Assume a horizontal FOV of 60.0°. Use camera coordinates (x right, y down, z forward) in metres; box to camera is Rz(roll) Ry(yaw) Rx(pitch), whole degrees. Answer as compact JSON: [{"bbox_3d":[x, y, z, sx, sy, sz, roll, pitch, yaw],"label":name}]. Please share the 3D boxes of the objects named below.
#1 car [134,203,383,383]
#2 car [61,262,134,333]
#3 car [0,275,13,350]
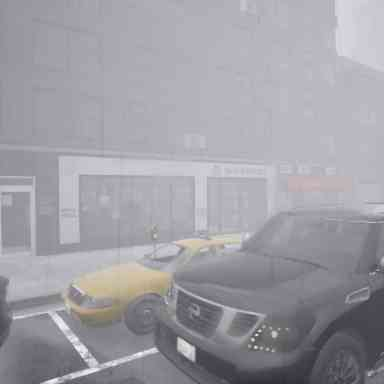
[{"bbox_3d":[2.192,1.220,4.934,5.566,2.045,2.150,0,0,-35],"label":"car"},{"bbox_3d":[-0.002,1.524,6.654,4.829,1.417,1.752,0,-1,-35],"label":"car"},{"bbox_3d":[-4.351,1.566,3.562,4.313,1.339,1.947,0,-1,-35],"label":"car"}]
